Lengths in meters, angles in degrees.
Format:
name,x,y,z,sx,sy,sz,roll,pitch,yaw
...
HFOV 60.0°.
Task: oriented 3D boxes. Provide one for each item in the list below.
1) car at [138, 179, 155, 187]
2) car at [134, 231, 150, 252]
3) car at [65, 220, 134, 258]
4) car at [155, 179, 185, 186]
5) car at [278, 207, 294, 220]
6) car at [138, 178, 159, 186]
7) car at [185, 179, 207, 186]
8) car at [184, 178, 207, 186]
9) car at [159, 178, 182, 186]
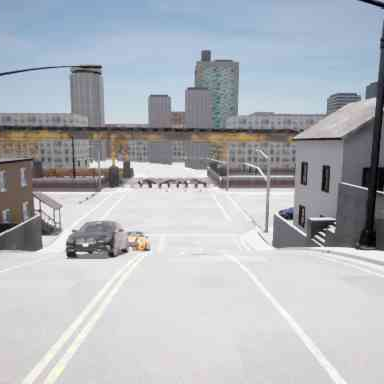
name,x,y,z,sx,sy,sz,roll,pitch,yaw
car,-9.254,-1.931,70.346,4.974,1.542,2.038,8,11,42
car,-4.300,3.691,24.744,2.097,1.767,4.553,0,-11,-2
car,-3.960,2.002,14.525,1.837,1.490,4.892,0,-7,-2
car,-4.647,-1.928,70.457,4.974,1.542,2.038,-6,11,-37
car,12.875,2.629,41.130,4.181,1.385,1.994,0,8,-1
car,-9.291,-2.092,70.357,4.536,1.218,1.853,8,11,42
car,0.702,-2.040,71.355,4.974,1.542,2.038,5,10,27
car,0.656,-2.199,71.356,4.536,1.218,1.853,5,10,27
car,-4.605,-2.088,70.466,4.536,1.218,1.853,-6,11,-37
